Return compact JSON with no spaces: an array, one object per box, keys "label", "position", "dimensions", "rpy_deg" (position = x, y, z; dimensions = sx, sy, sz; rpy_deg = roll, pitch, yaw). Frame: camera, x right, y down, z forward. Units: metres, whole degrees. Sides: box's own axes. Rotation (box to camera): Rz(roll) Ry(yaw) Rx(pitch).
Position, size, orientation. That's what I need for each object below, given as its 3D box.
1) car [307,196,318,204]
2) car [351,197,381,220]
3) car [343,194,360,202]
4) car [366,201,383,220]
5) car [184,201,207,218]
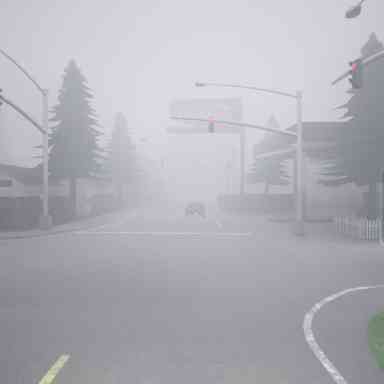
[{"label":"car","position":[22.762,1.552,63.870],"dimensions":[1.970,1.475,3.806],"rpy_deg":[0,0,0]},{"label":"car","position":[14.468,1.504,24.836],"dimensions":[3.866,1.878,1.905],"rpy_deg":[0,0,0]},{"label":"car","position":[35.197,1.489,71.610],"dimensions":[2.007,1.523,4.514],"rpy_deg":[0,0,0]},{"label":"car","position":[18.818,1.672,30.489],"dimensions":[4.611,1.667,2.242],"rpy_deg":[0,0,0]},{"label":"car","position":[0.301,1.597,31.726],"dimensions":[1.837,1.490,4.892],"rpy_deg":[1,0,0]}]
